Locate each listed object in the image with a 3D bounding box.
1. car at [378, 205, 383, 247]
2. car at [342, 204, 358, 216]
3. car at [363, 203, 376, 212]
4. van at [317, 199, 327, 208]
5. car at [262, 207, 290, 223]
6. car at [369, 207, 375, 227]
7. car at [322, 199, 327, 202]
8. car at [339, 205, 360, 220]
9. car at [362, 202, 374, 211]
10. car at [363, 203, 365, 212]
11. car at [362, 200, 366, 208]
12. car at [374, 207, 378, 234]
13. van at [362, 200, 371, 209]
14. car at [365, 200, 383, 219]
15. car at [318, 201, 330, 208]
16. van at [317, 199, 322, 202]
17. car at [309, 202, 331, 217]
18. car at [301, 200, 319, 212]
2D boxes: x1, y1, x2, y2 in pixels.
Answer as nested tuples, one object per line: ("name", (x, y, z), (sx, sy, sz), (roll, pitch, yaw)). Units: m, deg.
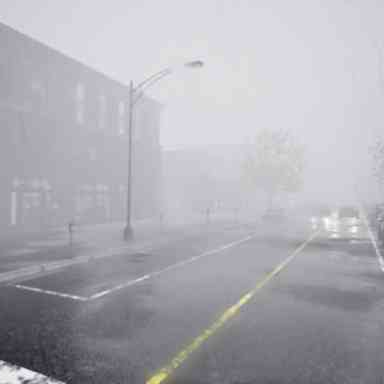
("car", (7.764, 1.531, 11.179), (2.192, 1.841, 5.009), (1, 0, 26))
("car", (20.966, 2.334, 44.107), (1.895, 1.301, 4.718), (0, -1, 26))
("car", (29.797, 2.544, 55.929), (1.802, 1.307, 4.206), (1, 0, 26))
("van", (27.176, 2.424, 69.566), (1.690, 1.788, 3.998), (1, 0, 26))
("car", (7.582, 1.990, 29.787), (1.947, 1.339, 4.313), (1, 0, 26))
("car", (12.657, 1.934, 21.123), (2.008, 1.369, 4.403), (1, 0, 26))
("car", (24.725, 2.441, 64.594), (1.967, 1.590, 4.097), (1, 0, 26))
("car", (16.637, 2.064, 35.191), (1.882, 1.535, 5.008), (0, -1, 27))
("car", (32.322, 2.571, 61.054), (1.752, 1.417, 4.829), (1, 0, 26))
("car", (20.003, 2.199, 36.040), (1.947, 1.339, 4.313), (1, 0, 26))
("car", (27.349, 2.431, 50.956), (2.008, 1.369, 4.403), (1, 0, 26))
("car", (10.210, 1.739, 16.151), (1.967, 1.590, 4.097), (1, 0, 26))
("van", (37.148, 2.547, 70.848), (1.690, 1.788, 3.998), (1, 0, 26))
("car", (15.111, 1.782, 26.097), (2.192, 1.841, 5.009), (1, 0, 26))
("car", (29.620, 2.714, 74.538), (2.008, 1.369, 4.403), (1, 0, 26))
("van", (19.830, 2.179, 54.649), (1.690, 1.788, 3.998), (1, 0, 26))
("car", (15.672, 2.231, 40.146), (1.895, 1.301, 4.718), (0, -1, 26))
("car", (17.303, 2.278, 49.524), (1.752, 1.417, 4.829), (1, 0, 26))
